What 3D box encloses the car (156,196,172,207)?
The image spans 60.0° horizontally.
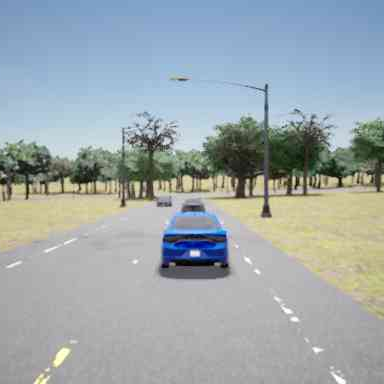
[{"bbox_3d":[-3.579,1.231,43.838,2.033,1.411,5.357,0,0,0],"label":"car"}]

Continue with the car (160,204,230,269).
[{"bbox_3d":[0.085,1.372,10.825,1.882,1.535,5.008,0,1,0],"label":"car"}]

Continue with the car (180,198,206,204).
[{"bbox_3d":[0.090,1.293,27.124,1.837,1.490,4.892,0,0,0],"label":"car"}]
